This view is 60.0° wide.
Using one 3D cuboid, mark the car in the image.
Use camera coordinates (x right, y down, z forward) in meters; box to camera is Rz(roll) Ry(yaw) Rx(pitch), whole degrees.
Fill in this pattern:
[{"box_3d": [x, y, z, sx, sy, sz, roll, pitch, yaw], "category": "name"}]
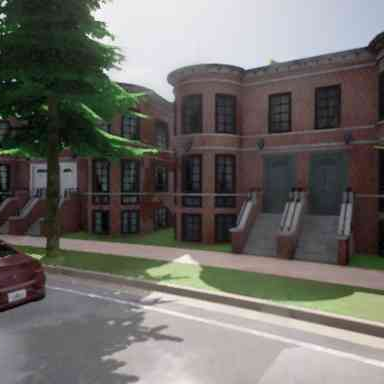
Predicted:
[{"box_3d": [-4.849, 1.483, 6.369, 4.674, 1.442, 1.812, 0, 0, 27], "category": "car"}]
